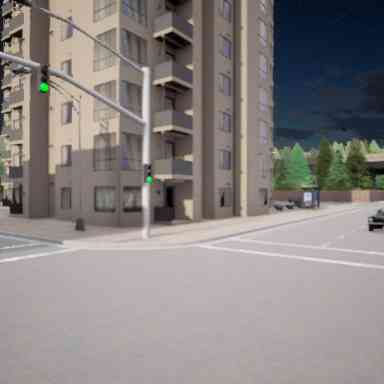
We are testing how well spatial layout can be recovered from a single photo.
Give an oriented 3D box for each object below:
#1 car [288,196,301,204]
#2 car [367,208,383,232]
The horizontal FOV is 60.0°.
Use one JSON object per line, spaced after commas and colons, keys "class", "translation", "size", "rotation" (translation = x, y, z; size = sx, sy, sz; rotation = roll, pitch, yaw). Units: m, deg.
{"class": "car", "translation": [18.802, 1.425, 56.393], "size": [4.902, 1.511, 2.128], "rotation": [0, 0, 37]}
{"class": "car", "translation": [11.625, 1.600, 19.515], "size": [1.895, 1.301, 4.718], "rotation": [0, 0, 36]}
